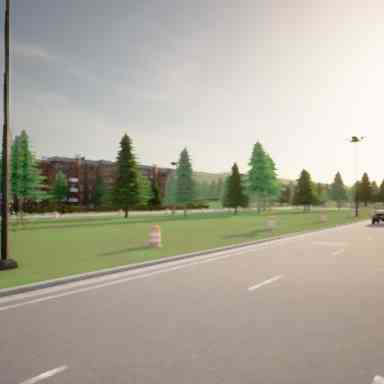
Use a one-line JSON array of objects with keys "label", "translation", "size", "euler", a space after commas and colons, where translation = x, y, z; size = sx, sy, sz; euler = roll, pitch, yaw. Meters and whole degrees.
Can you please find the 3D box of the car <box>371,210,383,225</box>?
[{"label": "car", "translation": [20.100, 2.610, 34.725], "size": [1.837, 1.490, 4.892], "euler": [-2, -3, 39]}]
